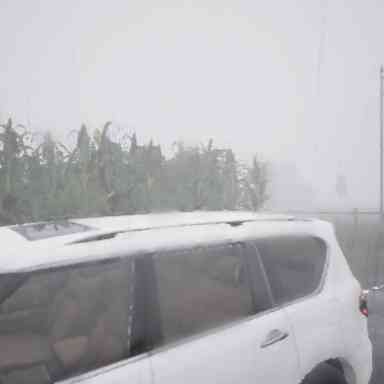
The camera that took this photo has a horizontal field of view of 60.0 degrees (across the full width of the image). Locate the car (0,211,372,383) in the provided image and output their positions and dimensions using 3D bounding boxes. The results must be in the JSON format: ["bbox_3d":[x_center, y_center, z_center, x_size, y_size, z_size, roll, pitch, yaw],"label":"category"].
[{"bbox_3d":[-0.870,1.225,2.485,5.566,2.045,2.150,0,0,-36],"label":"car"}]
